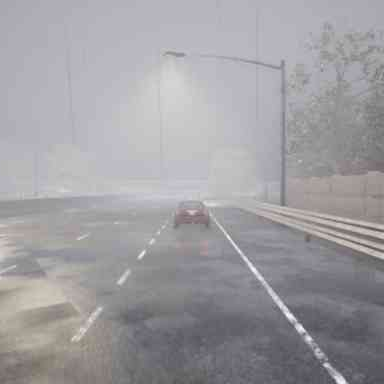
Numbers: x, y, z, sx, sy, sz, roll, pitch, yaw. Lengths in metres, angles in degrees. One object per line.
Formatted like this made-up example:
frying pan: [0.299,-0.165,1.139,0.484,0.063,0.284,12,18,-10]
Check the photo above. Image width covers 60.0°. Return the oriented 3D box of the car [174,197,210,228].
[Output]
car: [-0.001,1.247,21.302,2.097,1.767,4.553,0,0,0]

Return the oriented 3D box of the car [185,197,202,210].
car: [0.250,1.335,40.042,1.812,1.442,4.674,0,0,4]
